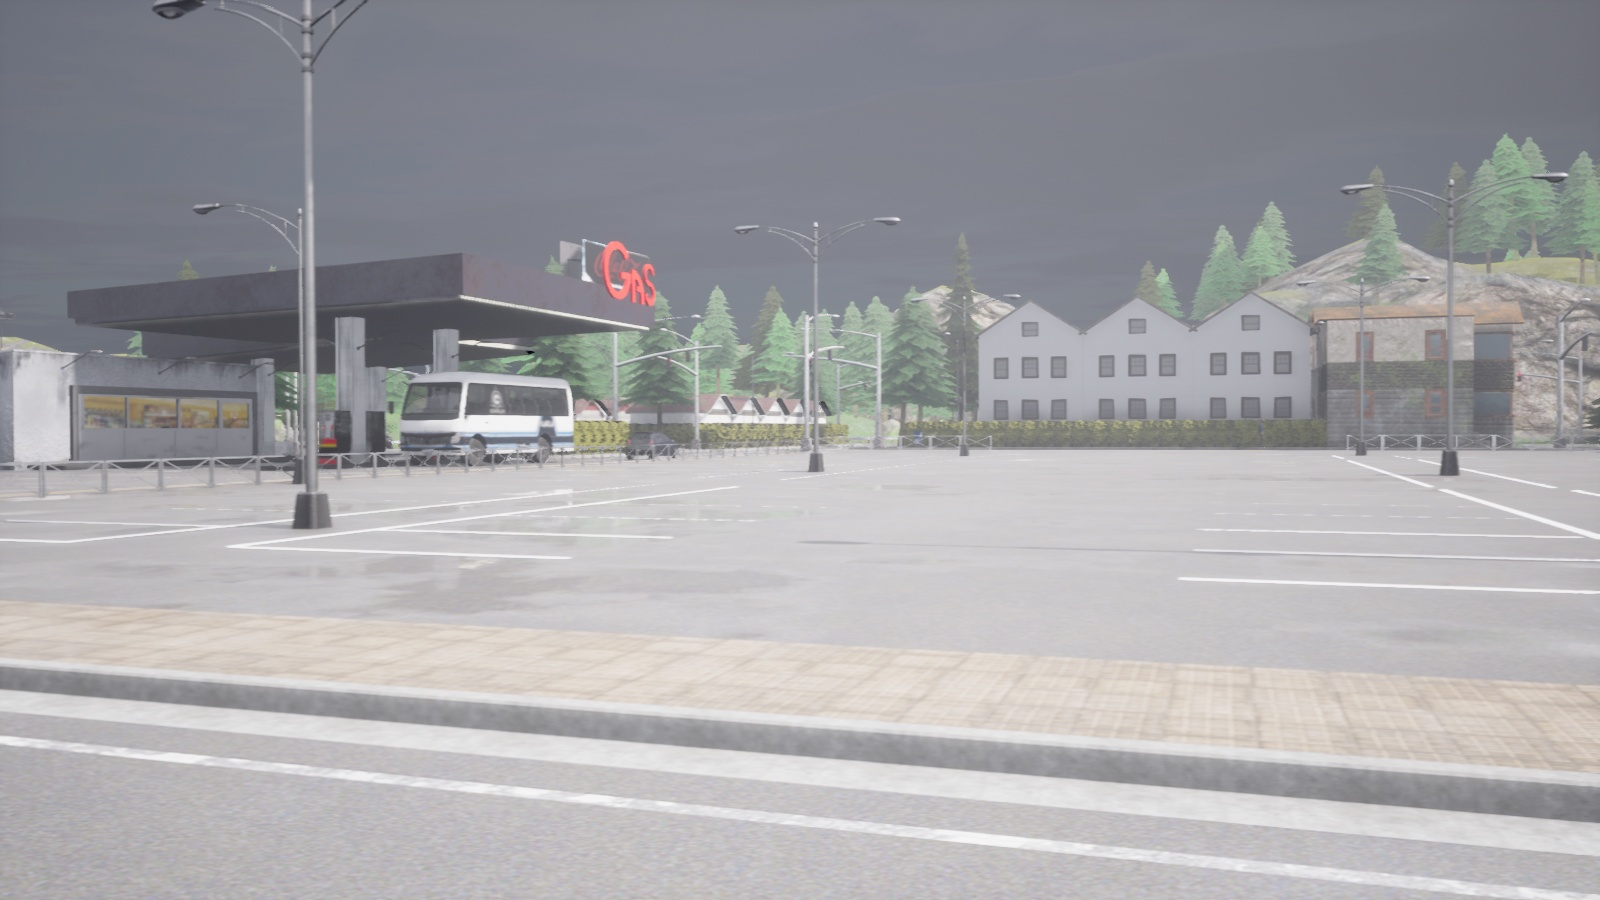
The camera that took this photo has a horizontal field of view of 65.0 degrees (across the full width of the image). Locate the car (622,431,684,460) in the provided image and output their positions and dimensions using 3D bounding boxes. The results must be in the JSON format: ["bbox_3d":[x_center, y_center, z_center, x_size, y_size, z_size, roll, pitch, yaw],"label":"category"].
[{"bbox_3d":[-7.835,-0.267,67.175,1.845,1.501,3.633,1,1,19],"label":"car"}]

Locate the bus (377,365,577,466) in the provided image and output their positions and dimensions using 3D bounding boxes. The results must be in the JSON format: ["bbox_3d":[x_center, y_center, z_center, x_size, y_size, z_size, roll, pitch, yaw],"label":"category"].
[{"bbox_3d":[-14.673,-1.539,58.312,3.944,4.253,10.273,1,1,19],"label":"bus"}]
